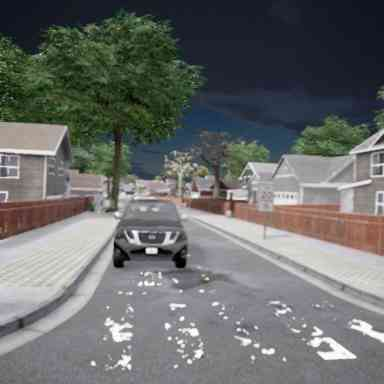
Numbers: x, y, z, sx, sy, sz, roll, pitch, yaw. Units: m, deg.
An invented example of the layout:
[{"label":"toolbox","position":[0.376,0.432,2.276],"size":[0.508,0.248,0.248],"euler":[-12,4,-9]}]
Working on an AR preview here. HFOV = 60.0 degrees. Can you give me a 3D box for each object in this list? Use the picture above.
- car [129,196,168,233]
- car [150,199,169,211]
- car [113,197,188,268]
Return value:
[{"label":"car","position":[-2.975,1.356,22.043],"size":[2.150,2.045,5.566],"euler":[2,-1,-9]},{"label":"car","position":[-4.780,1.856,48.044],"size":[2.128,1.511,4.902],"euler":[2,-1,-12]},{"label":"car","position":[-1.467,1.278,11.790],"size":[2.150,2.045,5.566],"euler":[2,-1,-8]}]
